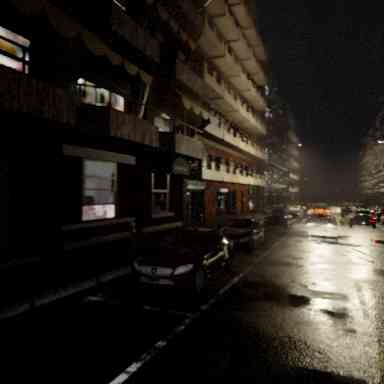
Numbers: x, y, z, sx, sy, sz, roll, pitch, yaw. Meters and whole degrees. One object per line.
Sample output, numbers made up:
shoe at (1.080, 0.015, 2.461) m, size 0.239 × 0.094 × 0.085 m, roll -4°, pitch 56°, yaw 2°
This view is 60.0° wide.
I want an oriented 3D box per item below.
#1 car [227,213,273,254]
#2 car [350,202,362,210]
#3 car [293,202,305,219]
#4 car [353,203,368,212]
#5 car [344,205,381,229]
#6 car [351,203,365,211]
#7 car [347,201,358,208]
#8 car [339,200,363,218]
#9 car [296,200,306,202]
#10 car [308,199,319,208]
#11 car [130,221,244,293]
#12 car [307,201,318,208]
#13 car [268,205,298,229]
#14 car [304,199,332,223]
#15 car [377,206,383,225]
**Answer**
car at (2.115, 1.764, 14.336) m, size 1.802 × 1.307 × 4.206 m, roll 0°, pitch -1°, yaw 23°
car at (33.546, 2.813, 68.150) m, size 1.752 × 1.417 × 4.829 m, roll 0°, pitch -1°, yaw 23°
car at (10.711, 2.093, 35.027) m, size 2.008 × 1.369 × 4.403 m, roll 0°, pitch -1°, yaw 23°
car at (29.182, 2.669, 57.647) m, size 1.947 × 1.339 × 4.313 m, roll 0°, pitch -1°, yaw 23°
car at (13.185, 2.023, 25.962) m, size 1.812 × 1.442 × 4.674 m, roll 1°, pitch -1°, yaw 23°
car at (31.331, 2.744, 62.821) m, size 2.008 × 1.369 × 4.403 m, roll 0°, pitch -1°, yaw 23°
car at (37.779, 2.907, 78.340) m, size 1.967 × 1.590 × 4.097 m, roll 0°, pitch -1°, yaw 23°
car at (18.275, 1.936, 38.261) m, size 2.150 × 2.045 × 5.566 m, roll 1°, pitch 0°, yaw 23°
car at (15.010, 2.039, 45.376) m, size 2.192 × 1.841 × 5.009 m, roll 0°, pitch -1°, yaw 23°
car at (27.904, 2.584, 76.412) m, size 2.192 × 1.841 × 5.009 m, roll 0°, pitch -1°, yaw 23°
car at (-0.034, 1.674, 9.163) m, size 1.802 × 1.307 × 4.206 m, roll 0°, pitch -1°, yaw 23°
car at (25.754, 2.728, 71.236) m, size 2.008 × 1.369 × 4.403 m, roll 0°, pitch -1°, yaw 23°
car at (6.414, 1.913, 24.682) m, size 2.008 × 1.369 × 4.403 m, roll 0°, pitch -1°, yaw 23°
car at (12.194, 1.887, 31.720) m, size 2.097 × 1.767 × 4.553 m, roll 1°, pitch 0°, yaw 23°
car at (16.354, 2.087, 26.769) m, size 1.752 × 1.417 × 4.829 m, roll 0°, pitch -1°, yaw 23°
